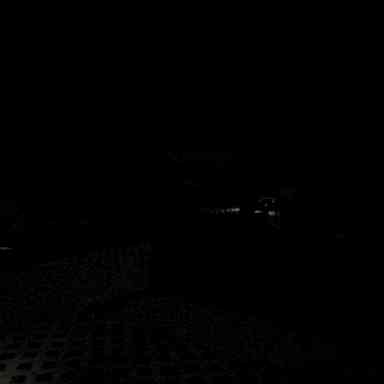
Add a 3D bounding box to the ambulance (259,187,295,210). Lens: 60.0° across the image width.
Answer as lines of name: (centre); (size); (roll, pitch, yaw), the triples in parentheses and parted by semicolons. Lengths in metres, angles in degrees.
ambulance: (9.727, 0.694, 37.989); (2.351, 2.431, 6.366); (3, 2, 35)
